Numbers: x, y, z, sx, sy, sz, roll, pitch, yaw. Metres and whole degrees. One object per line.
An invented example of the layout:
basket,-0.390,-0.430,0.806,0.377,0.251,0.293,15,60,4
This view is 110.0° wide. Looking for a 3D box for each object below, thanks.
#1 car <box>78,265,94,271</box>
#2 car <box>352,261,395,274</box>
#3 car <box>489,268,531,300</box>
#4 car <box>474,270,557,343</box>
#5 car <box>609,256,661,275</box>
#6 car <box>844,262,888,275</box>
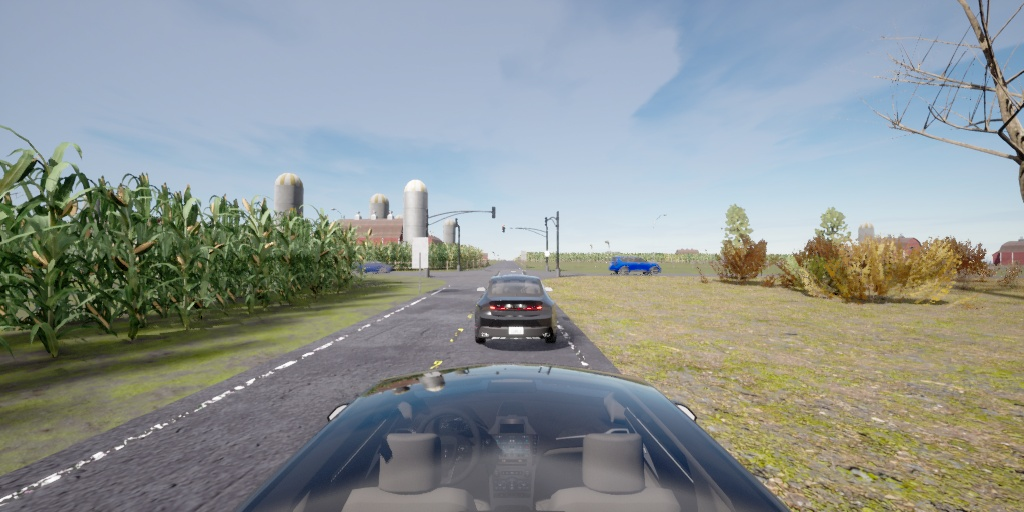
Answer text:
car,-44.170,0.867,36.309,5.008,1.535,1.882,0,-1,-3
car,-14.604,1.186,37.941,4.181,1.385,1.994,0,-1,-3
car,0.030,1.360,18.801,1.895,1.301,4.718,0,0,4
car,0.078,1.259,9.649,1.837,1.490,4.892,0,0,0
car,13.574,1.088,39.779,5.566,2.045,2.150,1,-1,-4
car,41.179,1.480,41.841,4.553,1.767,2.097,1,-1,-5
